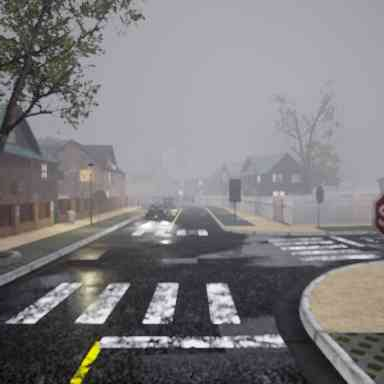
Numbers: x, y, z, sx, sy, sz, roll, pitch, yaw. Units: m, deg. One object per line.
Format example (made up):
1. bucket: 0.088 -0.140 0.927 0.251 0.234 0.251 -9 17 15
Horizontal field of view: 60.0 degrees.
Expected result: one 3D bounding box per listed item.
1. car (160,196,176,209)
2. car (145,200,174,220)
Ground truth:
1. car: -3.184 1.371 44.380 2.097 1.767 4.553 0 0 -4
2. car: -2.851 1.609 28.438 1.895 1.301 4.718 0 0 0
